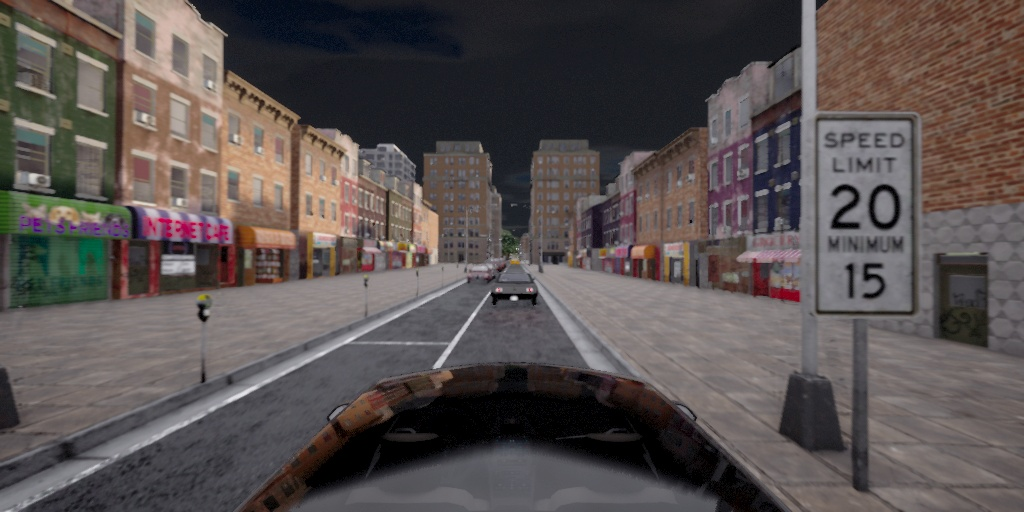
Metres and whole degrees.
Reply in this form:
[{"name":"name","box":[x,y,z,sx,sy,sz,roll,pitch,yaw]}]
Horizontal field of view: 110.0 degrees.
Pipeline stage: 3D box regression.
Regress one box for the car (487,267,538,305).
[{"name":"car","box":[0.114,1.364,16.265,1.895,1.301,4.718,0,0,1]}]

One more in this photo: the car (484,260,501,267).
[{"name":"car","box":[-2.373,1.331,33.191,2.007,1.370,4.403,0,0,1]}]

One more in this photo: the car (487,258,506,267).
[{"name":"car","box":[-2.272,1.125,44.418,2.192,1.841,5.009,0,0,1]}]

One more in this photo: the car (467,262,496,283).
[{"name":"car","box":[-2.423,1.350,27.578,1.802,1.307,4.207,0,0,1]}]
